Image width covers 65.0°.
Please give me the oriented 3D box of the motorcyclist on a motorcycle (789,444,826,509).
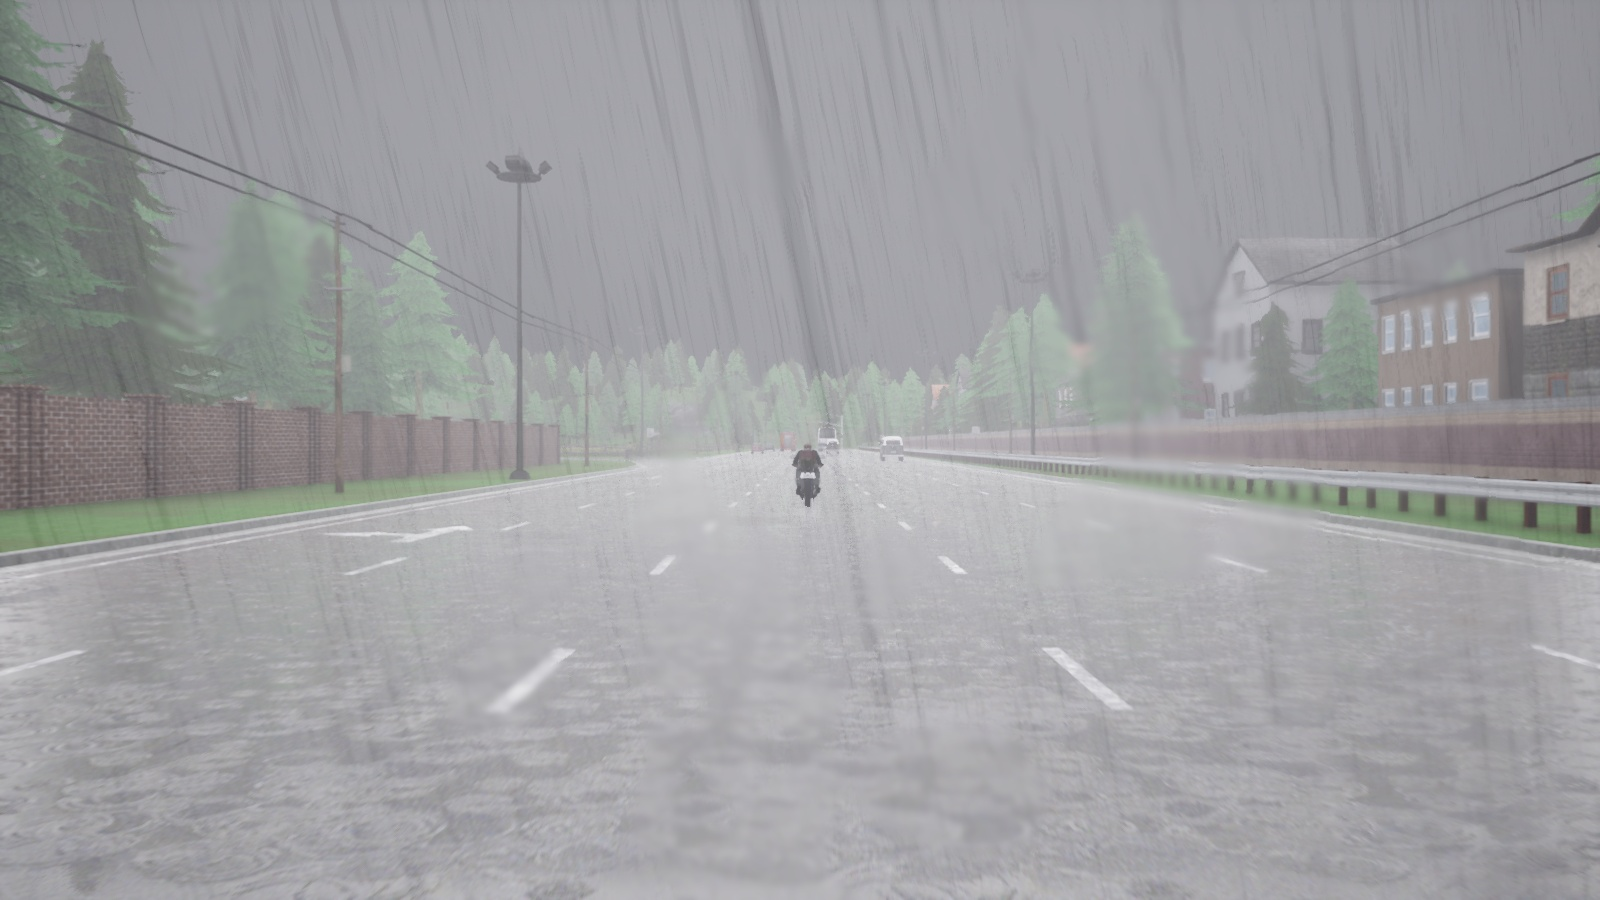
[{"bbox_3d":[0.189,0.612,30.609,0.866,1.530,2.191,0,0,0],"label":"motorcyclist on a motorcycle"}]
